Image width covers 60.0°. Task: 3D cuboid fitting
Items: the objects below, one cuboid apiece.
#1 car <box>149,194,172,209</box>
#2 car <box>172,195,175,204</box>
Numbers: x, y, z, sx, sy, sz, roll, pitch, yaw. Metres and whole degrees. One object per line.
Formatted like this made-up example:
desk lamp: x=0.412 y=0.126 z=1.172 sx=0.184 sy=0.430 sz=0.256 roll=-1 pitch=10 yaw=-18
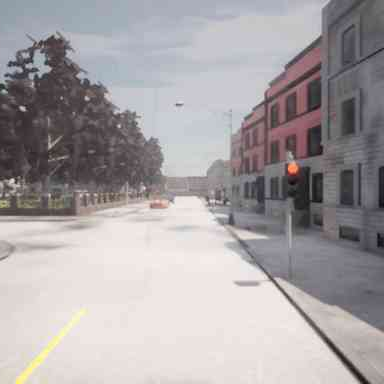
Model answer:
car: x=-4.096 y=1.209 z=41.783 sx=2.097 sy=1.767 sz=4.553 roll=0 pitch=0 yaw=0
car: x=-4.063 y=1.305 z=58.367 sx=1.837 sy=1.490 sz=4.892 roll=0 pitch=0 yaw=1
